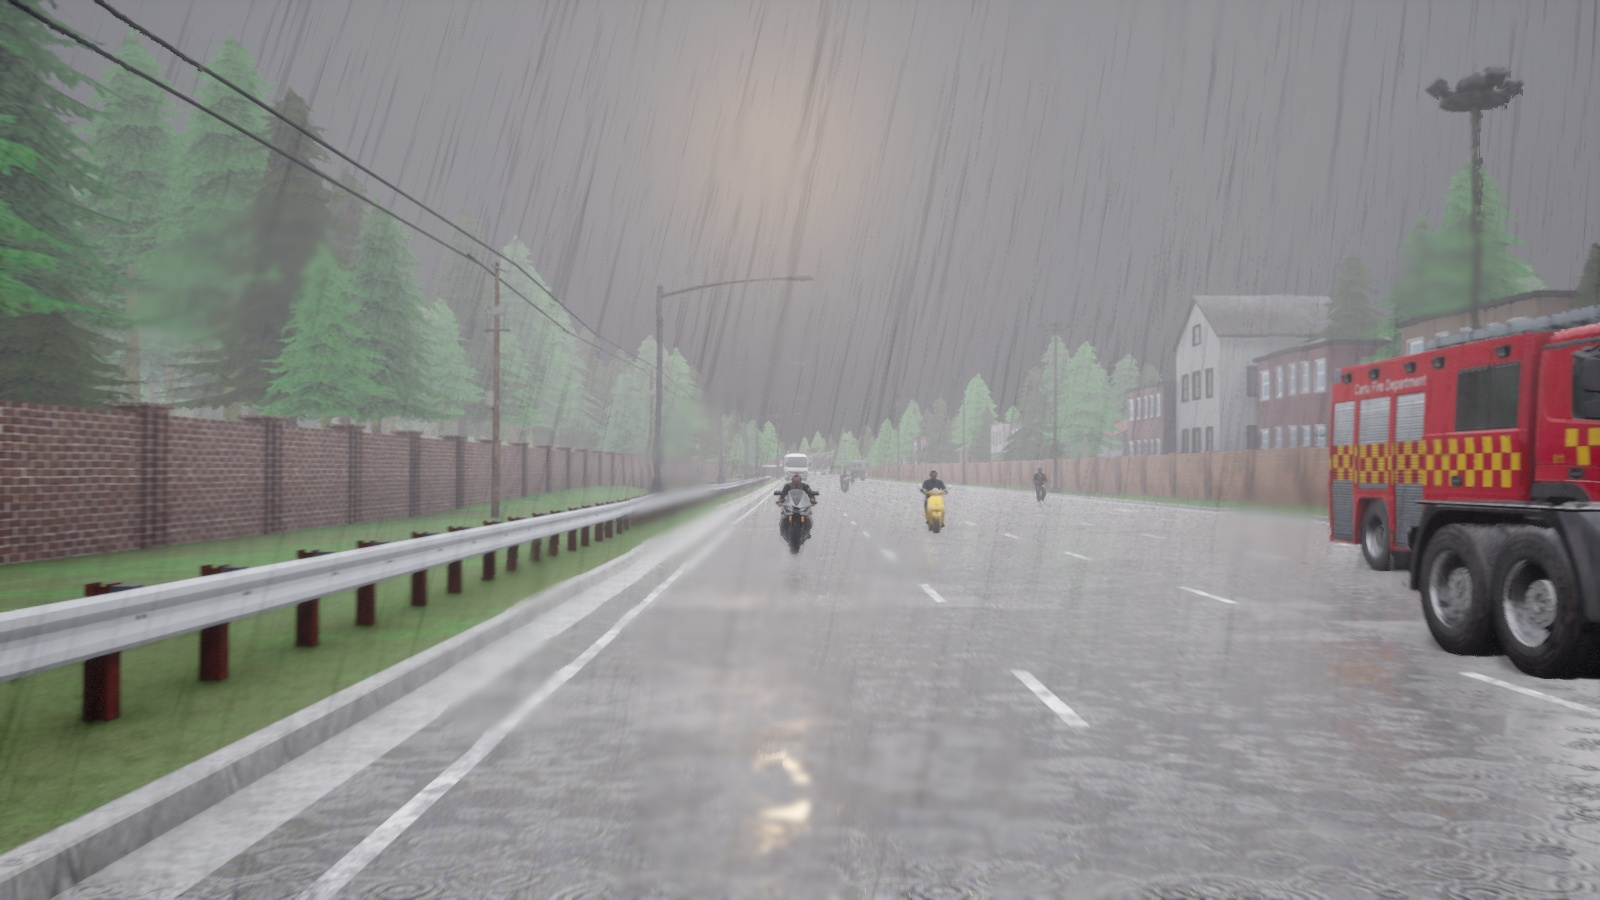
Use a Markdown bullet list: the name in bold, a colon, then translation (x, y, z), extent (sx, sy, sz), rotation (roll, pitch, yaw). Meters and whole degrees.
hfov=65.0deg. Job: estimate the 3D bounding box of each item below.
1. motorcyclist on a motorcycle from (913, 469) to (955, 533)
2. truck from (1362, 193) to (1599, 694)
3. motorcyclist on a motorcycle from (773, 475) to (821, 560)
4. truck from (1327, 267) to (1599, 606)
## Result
- **motorcyclist on a motorcycle**: translation (3.421, 1.292, 32.204), extent (0.866, 1.590, 1.817), rotation (0, -1, 0)
- **truck**: translation (6.975, -0.056, 8.327), extent (2.891, 3.462, 7.936), rotation (0, -1, 0)
- **motorcyclist on a motorcycle**: translation (-0.059, 1.251, 24.054), extent (0.866, 1.530, 2.191), rotation (0, -1, 0)
- **truck**: translation (10.493, -0.102, 17.389), extent (2.891, 3.827, 8.468), rotation (0, -1, 1)
